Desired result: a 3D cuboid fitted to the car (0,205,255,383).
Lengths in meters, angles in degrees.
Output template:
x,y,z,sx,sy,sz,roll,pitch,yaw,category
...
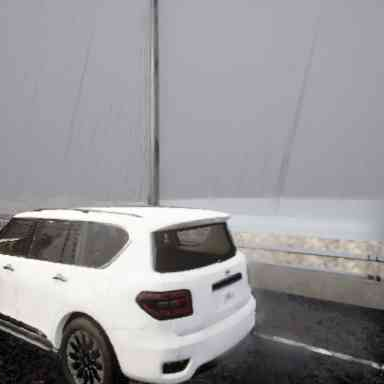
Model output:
x,y,z,sx,sy,sz,roll,pitch,yaw,category
-1.772,1.236,5.278,5.566,2.045,2.150,0,0,36,car
